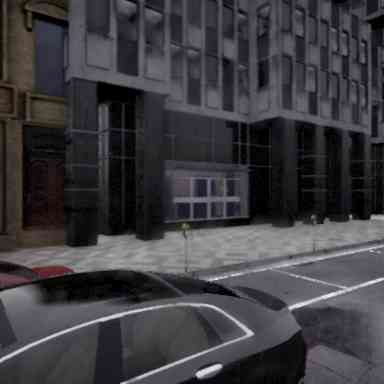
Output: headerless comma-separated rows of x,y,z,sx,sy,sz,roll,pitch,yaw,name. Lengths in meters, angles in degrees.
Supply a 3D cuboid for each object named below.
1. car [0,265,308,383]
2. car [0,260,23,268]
-1.127,1.507,2.564,4.892,1.490,1.837,0,0,-35,car
-3.665,1.544,4.037,4.507,1.381,1.887,0,0,-36,car
